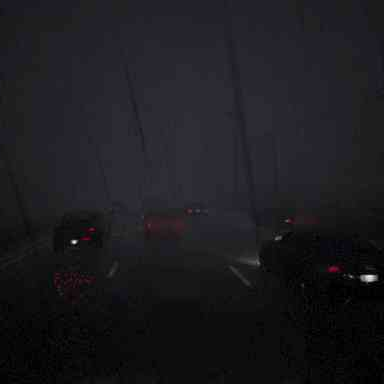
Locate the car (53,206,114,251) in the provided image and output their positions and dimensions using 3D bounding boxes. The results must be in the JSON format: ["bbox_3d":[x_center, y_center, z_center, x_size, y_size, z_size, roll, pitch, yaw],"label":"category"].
[{"bbox_3d":[-4.715,1.582,14.721,1.837,1.490,4.892,0,0,-8],"label":"car"}]

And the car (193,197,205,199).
[{"bbox_3d":[0.930,1.452,47.099,2.097,1.767,4.553,0,0,-9],"label":"car"}]

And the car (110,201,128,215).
[{"bbox_3d":[-8.007,1.703,36.213,2.033,1.411,5.357,0,0,-9],"label":"car"}]

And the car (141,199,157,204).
[{"bbox_3d":[-5.709,1.631,44.191,1.882,1.535,5.008,-1,0,-9],"label":"car"}]

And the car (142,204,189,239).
[{"bbox_3d":[-1.651,1.604,17.810,2.033,1.411,5.357,0,0,-9],"label":"car"}]

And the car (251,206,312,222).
[{"bbox_3d":[5.218,1.547,19.903,2.033,1.411,5.357,0,0,-10],"label":"car"}]

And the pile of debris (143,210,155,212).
[{"bbox_3d":[-5.316,2.318,41.093,1.500,0.140,1.860,0,0,-9],"label":"pile of debris"}]

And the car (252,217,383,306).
[{"bbox_3d":[3.087,1.556,8.105,1.994,1.385,4.181,0,0,-5],"label":"car"}]

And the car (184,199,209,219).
[{"bbox_3d":[0.099,1.615,29.659,2.033,1.411,5.357,0,0,-9],"label":"car"}]
